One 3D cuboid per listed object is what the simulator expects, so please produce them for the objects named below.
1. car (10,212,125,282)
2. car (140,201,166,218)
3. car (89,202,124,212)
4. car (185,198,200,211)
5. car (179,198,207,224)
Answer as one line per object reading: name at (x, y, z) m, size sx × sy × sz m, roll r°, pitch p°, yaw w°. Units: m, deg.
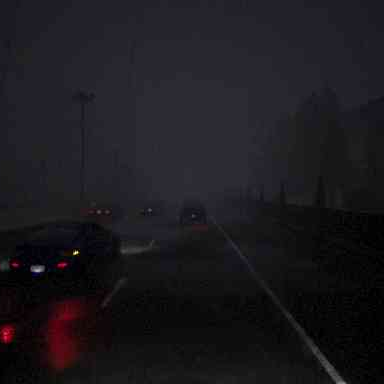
car at (-3.409, 1.522, 9.652) m, size 1.812 × 1.442 × 4.674 m, roll 0°, pitch 0°, yaw 0°
car at (-3.430, 1.534, 29.669) m, size 2.033 × 1.411 × 5.357 m, roll 0°, pitch 0°, yaw 0°
car at (-6.921, 1.537, 27.356) m, size 2.033 × 1.411 × 5.357 m, roll 0°, pitch 0°, yaw 0°
car at (0.065, 1.485, 41.523) m, size 1.837 × 1.490 × 4.892 m, roll 0°, pitch 0°, yaw 0°
car at (0.080, 1.466, 24.874) m, size 1.882 × 1.535 × 5.008 m, roll 0°, pitch 0°, yaw 0°
